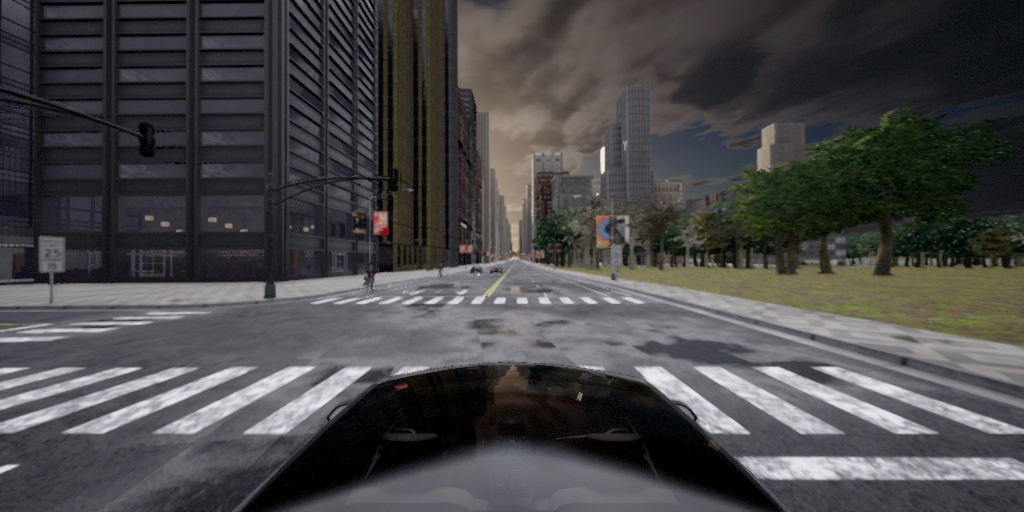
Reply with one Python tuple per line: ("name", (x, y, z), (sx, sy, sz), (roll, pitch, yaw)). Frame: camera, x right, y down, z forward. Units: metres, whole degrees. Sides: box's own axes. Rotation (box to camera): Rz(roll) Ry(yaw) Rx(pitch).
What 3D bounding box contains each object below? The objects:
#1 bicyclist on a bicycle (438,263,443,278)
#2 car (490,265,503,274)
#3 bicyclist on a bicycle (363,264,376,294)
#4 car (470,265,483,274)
("bicyclist on a bicycle", (-8.272, 1.702, 41.339), (0.659, 1.776, 1.843), (0, -1, 1))
("car", (-2.557, 2.209, 59.587), (1.994, 1.385, 4.181), (0, -1, 1))
("bicyclist on a bicycle", (-8.505, 1.351, 21.406), (0.659, 1.776, 1.843), (0, -1, 1))
("car", (-5.807, 2.206, 59.625), (2.033, 1.411, 5.357), (0, -1, 1))
